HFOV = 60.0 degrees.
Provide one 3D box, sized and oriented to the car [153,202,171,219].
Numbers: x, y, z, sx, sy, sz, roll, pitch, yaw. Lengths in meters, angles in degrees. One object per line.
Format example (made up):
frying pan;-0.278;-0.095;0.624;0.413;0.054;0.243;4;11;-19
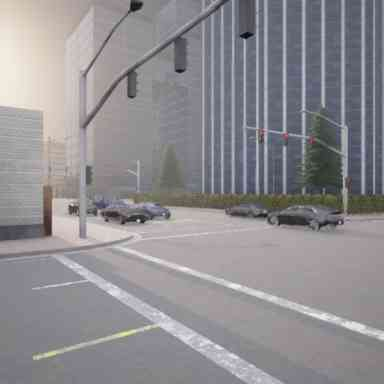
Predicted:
car;-3.667;1.581;29.075;1.812;1.442;4.674;0;0;-36

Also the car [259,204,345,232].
car;6.905;1.525;20.672;2.128;1.511;4.902;0;0;-36

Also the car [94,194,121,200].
car;-9.329;1.277;36.947;2.150;2.045;5.566;0;0;-36

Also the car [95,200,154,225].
car;-5.262;1.603;25.262;2.033;1.411;5.357;0;0;-36

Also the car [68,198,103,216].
car;-10.932;1.560;33.171;1.837;1.490;4.892;0;0;-36

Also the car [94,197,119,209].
car;-12.218;1.560;47.280;1.837;1.490;4.892;0;0;-36

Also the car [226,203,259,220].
car;4.925;1.619;29.422;1.994;1.385;4.181;0;0;-36
